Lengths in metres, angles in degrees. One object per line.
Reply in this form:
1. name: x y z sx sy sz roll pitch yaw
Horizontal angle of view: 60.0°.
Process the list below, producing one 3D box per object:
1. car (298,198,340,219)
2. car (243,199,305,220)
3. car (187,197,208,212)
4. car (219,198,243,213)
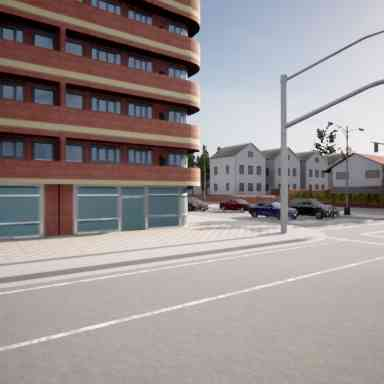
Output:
1. car: 10.457 1.352 29.098 2.097 1.767 4.553 0 0 -35
2. car: 6.823 1.526 28.204 1.812 1.442 4.674 0 0 -35
3. car: -0.095 1.352 38.181 2.097 1.767 4.553 0 0 -35
4. car: 5.076 1.477 36.857 1.882 1.535 5.008 0 0 -35
